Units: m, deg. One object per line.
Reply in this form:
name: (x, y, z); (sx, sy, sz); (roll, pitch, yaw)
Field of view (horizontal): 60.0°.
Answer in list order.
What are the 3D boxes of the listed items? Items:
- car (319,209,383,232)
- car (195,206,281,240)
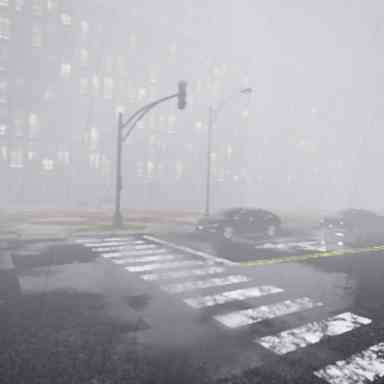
car: (11.025, 1.871, 22.622); (5.357, 1.411, 2.033); (2, 0, -34)
car: (2.415, 1.508, 16.876); (4.892, 1.490, 1.837); (2, 0, -34)
